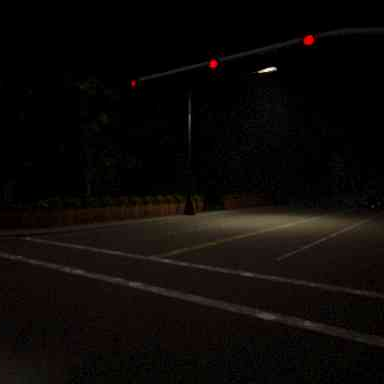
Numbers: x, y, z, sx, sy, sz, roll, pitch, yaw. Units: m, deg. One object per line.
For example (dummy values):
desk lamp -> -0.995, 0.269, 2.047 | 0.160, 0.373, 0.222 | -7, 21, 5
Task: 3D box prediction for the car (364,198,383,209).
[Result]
car -> 21.892, 1.315, 39.606 | 1.895, 1.301, 4.718 | 0, 1, 37
